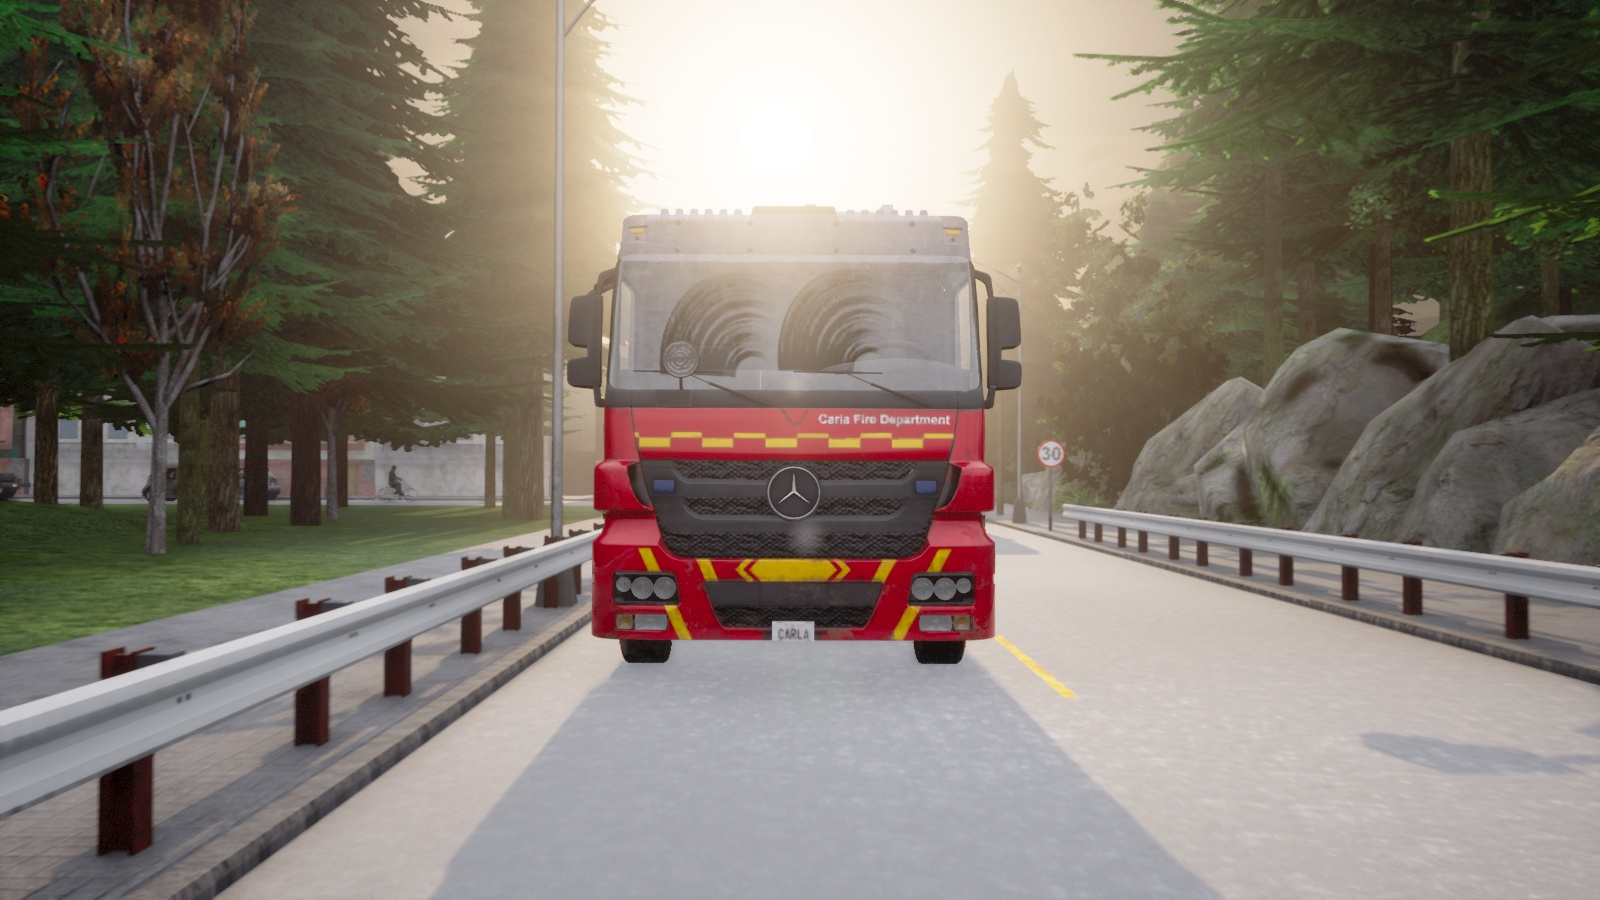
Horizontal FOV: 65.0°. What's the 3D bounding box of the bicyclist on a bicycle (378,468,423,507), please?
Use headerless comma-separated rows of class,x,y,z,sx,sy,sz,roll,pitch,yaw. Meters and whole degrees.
bicyclist on a bicycle,-18.321,1.724,57.645,1.843,1.776,0.659,0,-1,0

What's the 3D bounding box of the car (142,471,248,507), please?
car,-27.733,1.789,57.639,3.988,1.617,1.851,0,-1,0

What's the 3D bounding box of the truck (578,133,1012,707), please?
truck,-0.062,-0.138,12.636,2.891,3.827,8.468,0,-1,0

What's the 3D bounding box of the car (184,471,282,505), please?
car,-27.801,1.856,61.638,3.988,1.617,1.851,0,-1,0

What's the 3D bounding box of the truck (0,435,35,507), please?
truck,-42.428,1.034,61.644,7.936,3.462,2.891,0,-1,0
